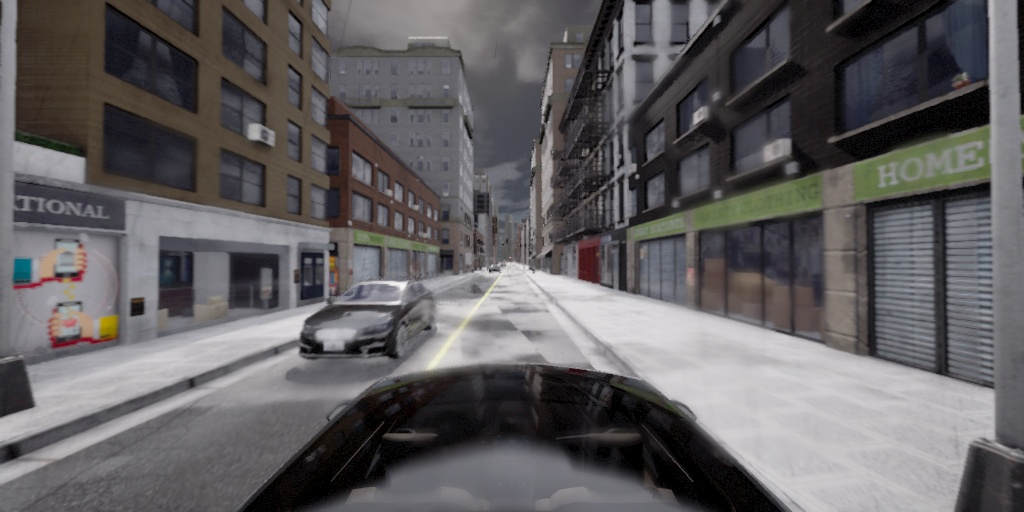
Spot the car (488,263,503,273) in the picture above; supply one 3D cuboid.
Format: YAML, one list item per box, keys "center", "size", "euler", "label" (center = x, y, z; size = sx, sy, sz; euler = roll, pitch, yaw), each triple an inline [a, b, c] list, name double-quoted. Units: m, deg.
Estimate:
- center: [-3.010, 2.206, 62.271]
  size: [1.994, 1.385, 4.181]
  euler: [0, -1, 0]
  label: "car"

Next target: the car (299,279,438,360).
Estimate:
- center: [-3.099, 1.335, 8.701]
  size: [2.128, 1.511, 4.902]
  euler: [0, -1, 0]
  label: "car"
